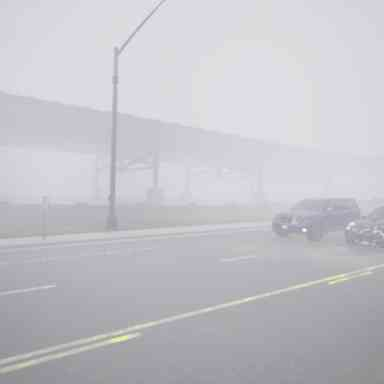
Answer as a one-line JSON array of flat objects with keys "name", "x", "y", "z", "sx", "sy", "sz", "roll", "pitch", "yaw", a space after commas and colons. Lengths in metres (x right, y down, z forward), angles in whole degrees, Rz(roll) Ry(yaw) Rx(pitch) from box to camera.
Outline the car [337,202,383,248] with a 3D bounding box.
[{"name": "car", "x": 8.675, "y": 1.443, "z": 14.440, "sx": 4.553, "sy": 1.767, "sz": 2.097, "roll": 0, "pitch": 0, "yaw": -35}]

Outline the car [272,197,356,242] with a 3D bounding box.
[{"name": "car", "x": 6.631, "y": 1.313, "z": 17.305, "sx": 5.566, "sy": 2.045, "sz": 2.150, "roll": 0, "pitch": 0, "yaw": -35}]
